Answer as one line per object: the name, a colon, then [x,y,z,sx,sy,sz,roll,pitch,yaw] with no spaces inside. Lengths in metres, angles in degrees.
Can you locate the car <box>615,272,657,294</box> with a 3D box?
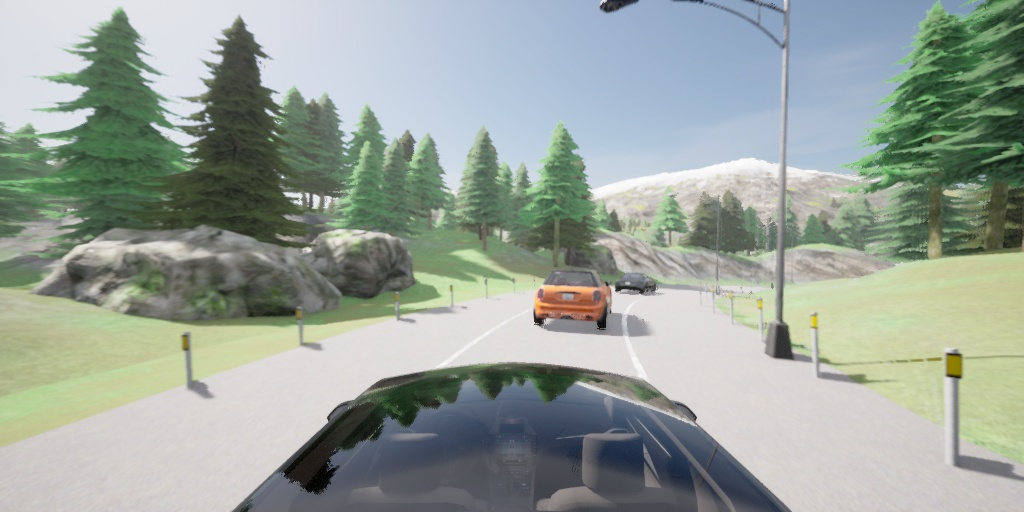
car: [8.723,1.845,25.081,1.994,1.385,4.181,1,-2,35]

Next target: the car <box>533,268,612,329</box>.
car: [2.171,1.179,11.916,2.097,1.767,4.553,1,-1,17]
